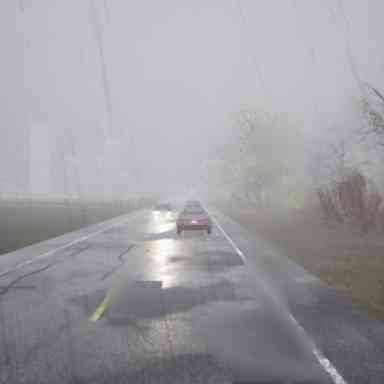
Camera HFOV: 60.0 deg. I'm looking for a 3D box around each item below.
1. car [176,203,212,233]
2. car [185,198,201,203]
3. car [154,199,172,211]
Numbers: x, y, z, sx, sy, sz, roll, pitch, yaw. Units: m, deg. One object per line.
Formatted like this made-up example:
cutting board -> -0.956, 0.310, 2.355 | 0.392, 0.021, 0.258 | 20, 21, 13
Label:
car -> 0.115, 1.558, 19.684 | 1.994, 1.385, 4.181 | 0, 0, 0
car -> 0.135, 1.479, 41.536 | 2.128, 1.511, 4.902 | 0, 0, 0
car -> -3.553, 1.587, 41.543 | 1.895, 1.301, 4.718 | 0, 0, 0
